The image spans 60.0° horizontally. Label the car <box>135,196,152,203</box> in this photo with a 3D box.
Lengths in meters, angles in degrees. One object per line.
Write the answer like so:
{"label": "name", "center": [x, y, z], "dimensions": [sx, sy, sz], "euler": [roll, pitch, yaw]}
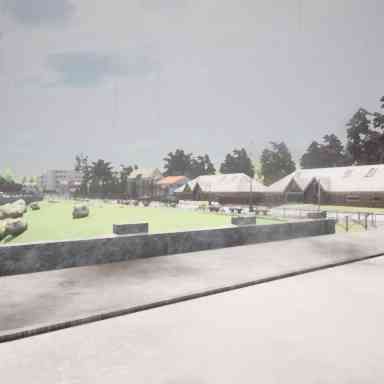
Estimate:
{"label": "car", "center": [-10.097, 1.502, 68.969], "dimensions": [1.837, 1.490, 4.892], "euler": [0, 0, -35]}

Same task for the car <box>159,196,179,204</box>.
{"label": "car", "center": [-4.211, 1.491, 60.696], "dimensions": [2.128, 1.511, 4.902], "euler": [0, 0, -35]}
